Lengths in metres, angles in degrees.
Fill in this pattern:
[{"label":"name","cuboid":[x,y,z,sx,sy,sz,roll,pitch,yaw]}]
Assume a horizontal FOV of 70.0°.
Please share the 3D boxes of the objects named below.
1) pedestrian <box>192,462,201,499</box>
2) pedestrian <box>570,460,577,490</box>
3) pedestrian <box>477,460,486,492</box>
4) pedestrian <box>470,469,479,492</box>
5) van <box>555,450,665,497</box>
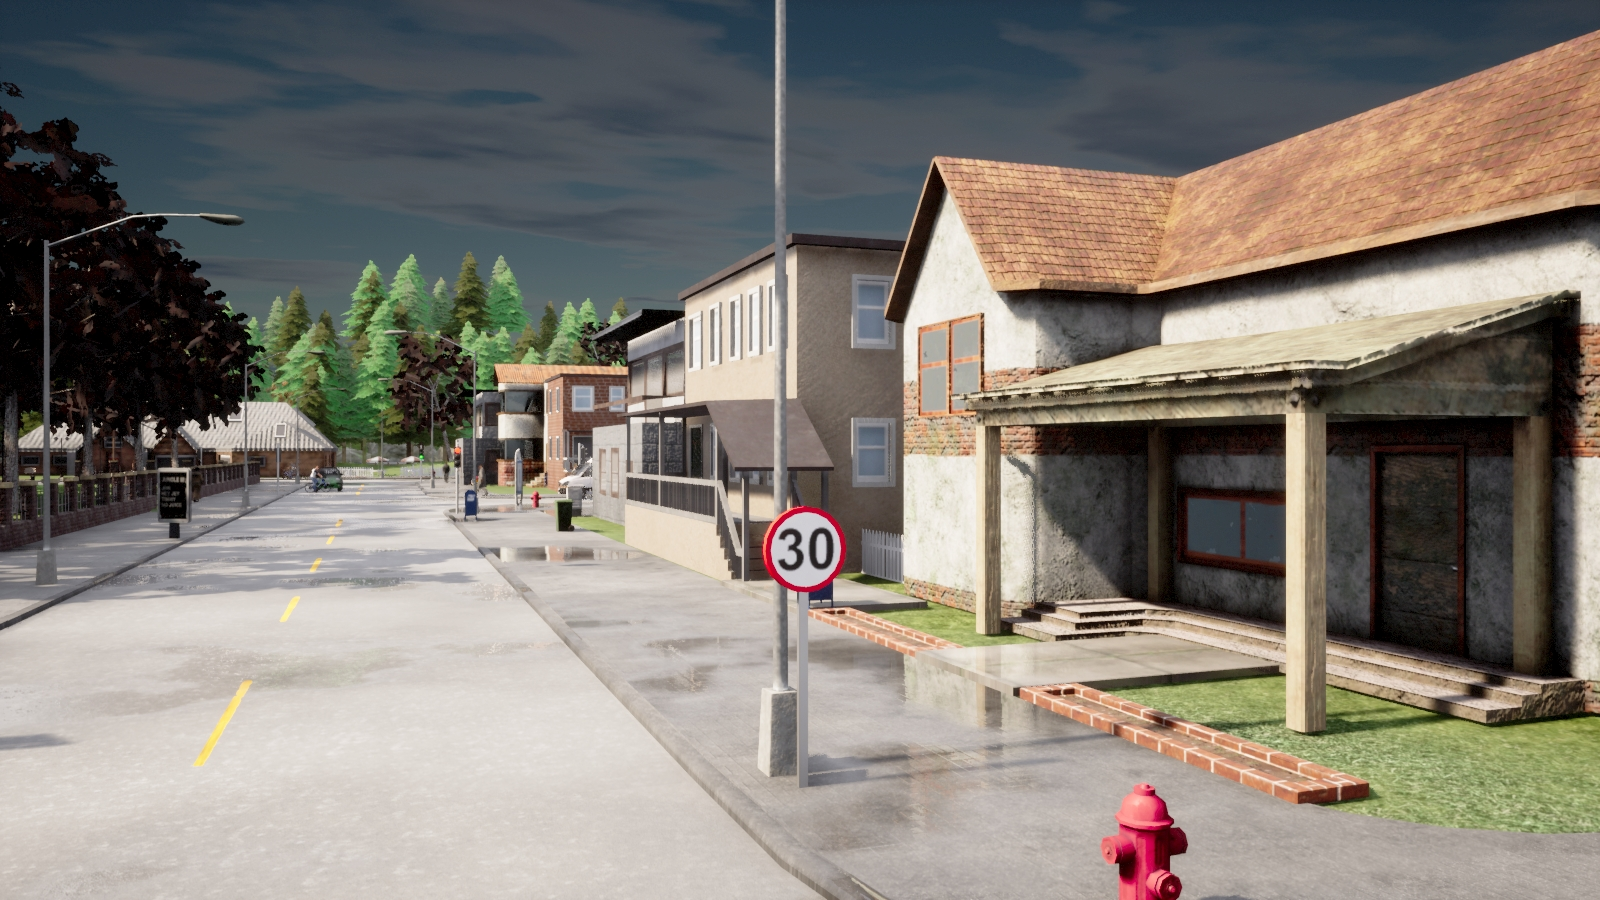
[{"label":"pedestrian","cuboid":[-30.611,1.525,57.945,0.375,1.860,0.375,0,0,-20]},{"label":"pedestrian","cuboid":[-13.711,1.516,69.264,0.375,1.860,0.375,0,0,-17]},{"label":"pedestrian","cuboid":[-18.460,1.516,66.288,0.375,1.860,0.375,0,0,11]},{"label":"pedestrian","cuboid":[-19.124,1.797,67.046,0.375,1.300,0.375,0,0,10]},{"label":"van","cuboid":[-10.897,1.315,65.483,5.915,2.561,1.988,0,0,-20]}]
